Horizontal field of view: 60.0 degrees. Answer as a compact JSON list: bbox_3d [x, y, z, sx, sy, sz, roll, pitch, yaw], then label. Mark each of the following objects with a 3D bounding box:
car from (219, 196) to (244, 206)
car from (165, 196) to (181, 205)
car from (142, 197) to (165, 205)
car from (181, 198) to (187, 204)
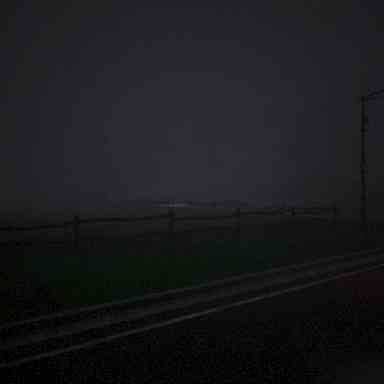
[{"bbox_3d":[6.649,1.460,55.796,2.128,1.511,4.902,0,0,-36],"label":"car"},{"bbox_3d":[-4.407,1.539,59.125,1.994,1.385,4.181,0,0,-36],"label":"car"},{"bbox_3d":[-6.987,1.502,56.718,1.812,1.442,4.674,0,0,-36],"label":"car"},{"bbox_3d":[-3.004,1.519,63.181,2.033,1.411,5.357,0,0,-36],"label":"car"}]
